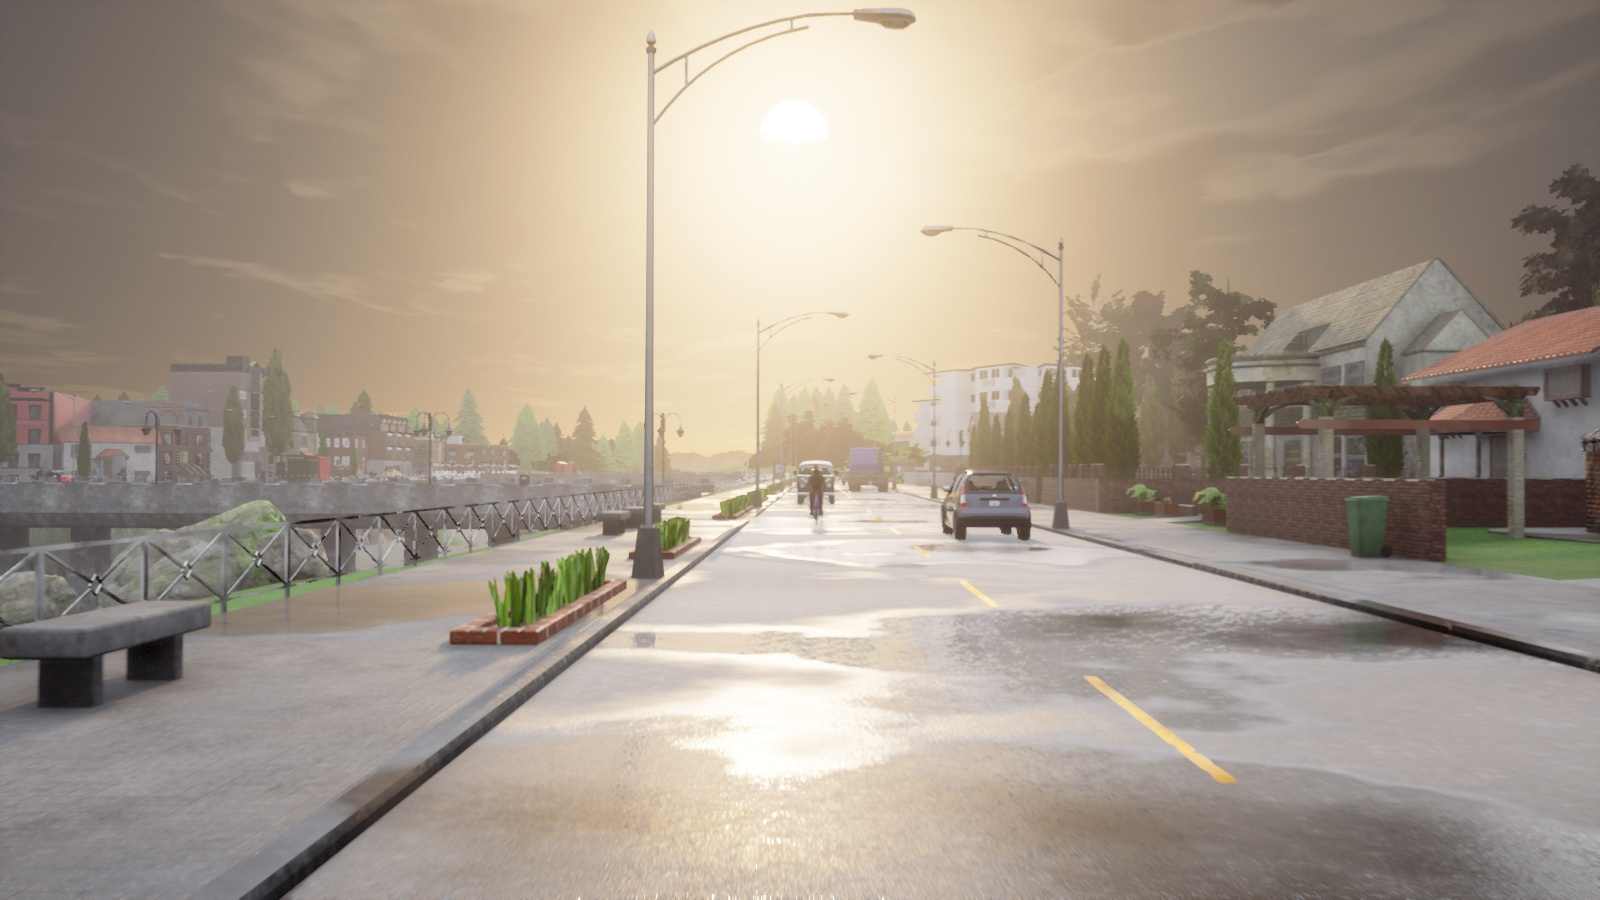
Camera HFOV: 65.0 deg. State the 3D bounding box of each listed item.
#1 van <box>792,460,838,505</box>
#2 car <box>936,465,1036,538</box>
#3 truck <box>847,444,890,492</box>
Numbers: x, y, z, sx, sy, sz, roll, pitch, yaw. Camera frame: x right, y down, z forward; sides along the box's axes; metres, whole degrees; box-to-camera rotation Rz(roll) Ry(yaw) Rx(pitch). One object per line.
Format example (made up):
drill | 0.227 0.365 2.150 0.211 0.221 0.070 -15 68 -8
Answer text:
van | 0.745 1.506 59.180 2.069 2.038 4.480 0 -1 1
car | 4.390 1.190 30.241 1.851 1.617 3.988 0 -1 1
truck | 5.158 1.387 96.057 2.891 3.462 7.936 0 -1 1
